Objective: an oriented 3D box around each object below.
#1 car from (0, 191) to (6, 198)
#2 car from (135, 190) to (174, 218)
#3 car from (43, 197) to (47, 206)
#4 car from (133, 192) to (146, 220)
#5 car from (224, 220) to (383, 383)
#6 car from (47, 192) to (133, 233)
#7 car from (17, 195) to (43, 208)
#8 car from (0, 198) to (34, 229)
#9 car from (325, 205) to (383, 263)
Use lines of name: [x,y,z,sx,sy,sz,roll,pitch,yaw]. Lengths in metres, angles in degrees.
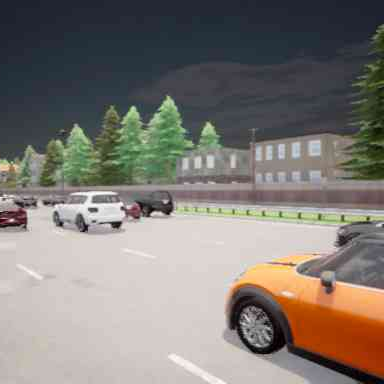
car: [-22.263,0.931,36.860,2.150,2.045,5.566,-1,1,-42]
car: [-3.765,0.880,26.756,2.150,2.045,5.566,-1,1,-42]
car: [-17.273,1.079,41.784,2.128,1.511,4.902,-1,1,-42]
car: [-5.624,1.074,23.593,2.097,1.767,4.553,-1,1,-42]
car: [2.535,1.263,4.052,2.097,1.767,4.553,-1,1,-42]
car: [-5.892,1.017,18.654,2.150,2.045,5.566,-1,1,-42]
car: [-19.878,1.139,39.448,2.128,1.511,4.902,-1,1,-42]
car: [-11.016,1.320,19.124,1.882,1.535,5.008,-1,1,-42]
car: [6.791,1.278,9.791,2.128,1.511,4.902,-1,1,-42]
